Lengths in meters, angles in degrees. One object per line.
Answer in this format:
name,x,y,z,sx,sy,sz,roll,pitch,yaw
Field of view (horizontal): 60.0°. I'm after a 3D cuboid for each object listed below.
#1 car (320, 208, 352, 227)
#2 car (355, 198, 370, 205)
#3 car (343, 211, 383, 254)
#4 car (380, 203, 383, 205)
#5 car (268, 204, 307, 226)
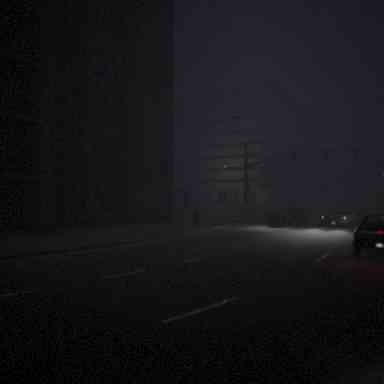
car,11.059,1.884,25.021,1.895,1.301,4.718,0,-1,33
car,43.068,2.543,84.774,1.994,1.385,4.181,0,-1,14
car,7.843,1.658,13.573,2.128,1.511,4.902,0,0,33
car,15.471,1.861,25.351,2.033,1.411,5.357,0,-1,33
car,7.569,1.748,26.091,1.882,1.535,5.008,0,-1,33
